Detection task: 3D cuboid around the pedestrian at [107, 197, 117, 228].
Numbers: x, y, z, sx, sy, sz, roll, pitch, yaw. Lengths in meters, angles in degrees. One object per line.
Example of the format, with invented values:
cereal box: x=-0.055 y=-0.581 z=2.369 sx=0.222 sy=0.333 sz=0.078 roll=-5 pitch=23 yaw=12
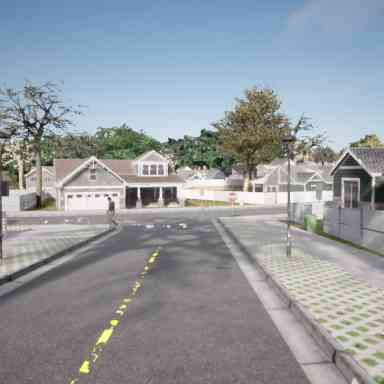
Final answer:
pedestrian: x=-4.541 y=1.116 z=18.879 sx=0.375 sy=1.860 sz=0.375 roll=-3 pitch=3 yaw=0
